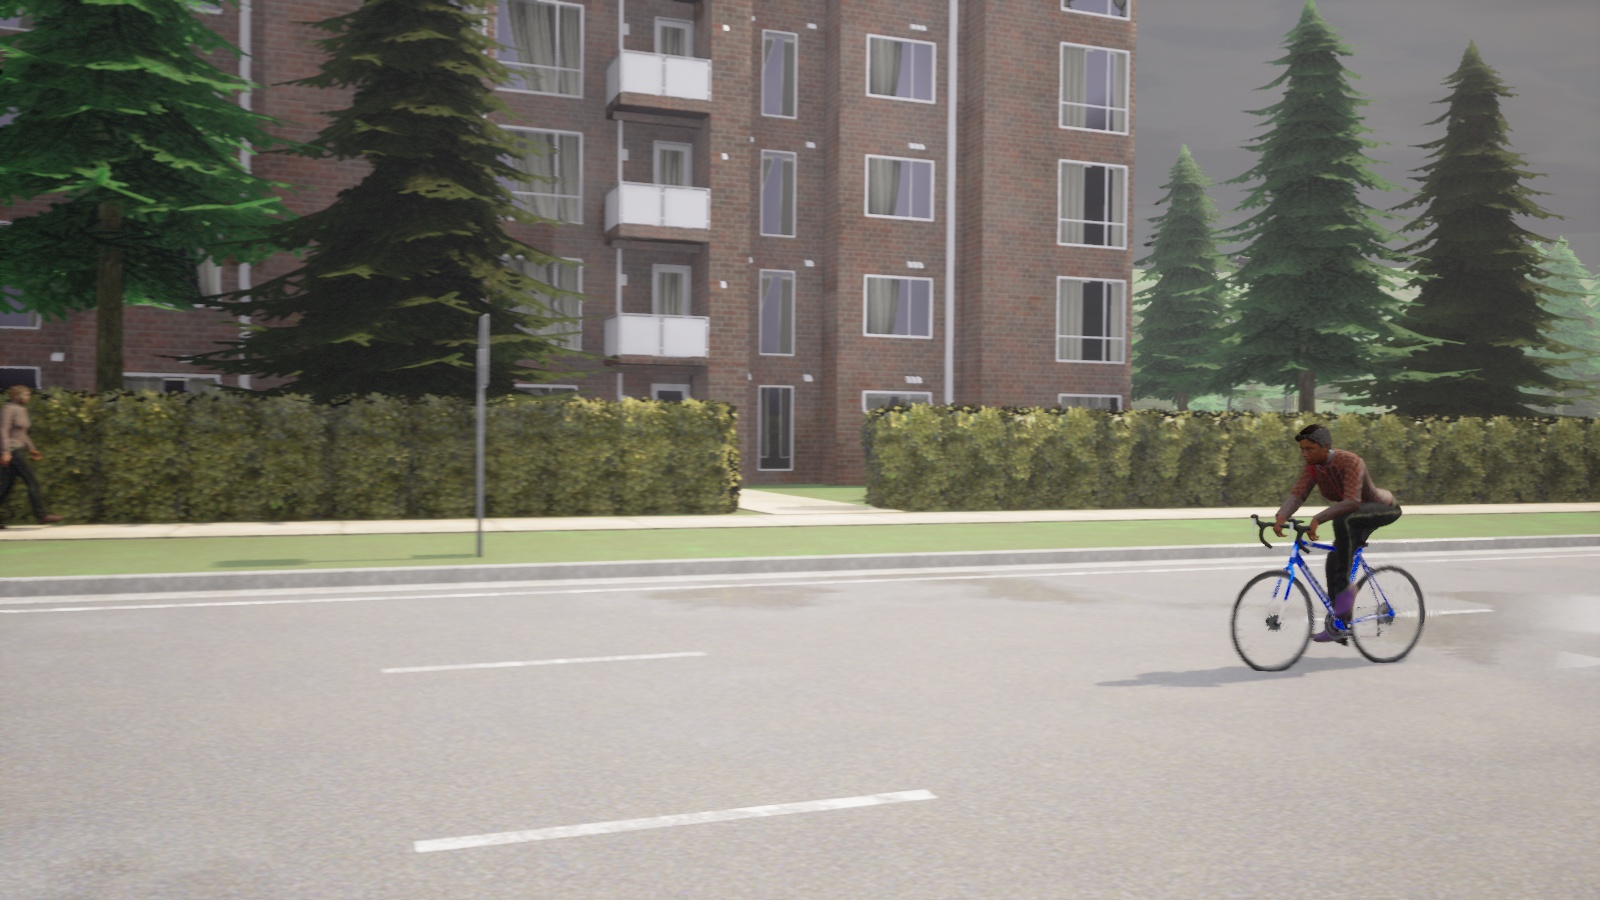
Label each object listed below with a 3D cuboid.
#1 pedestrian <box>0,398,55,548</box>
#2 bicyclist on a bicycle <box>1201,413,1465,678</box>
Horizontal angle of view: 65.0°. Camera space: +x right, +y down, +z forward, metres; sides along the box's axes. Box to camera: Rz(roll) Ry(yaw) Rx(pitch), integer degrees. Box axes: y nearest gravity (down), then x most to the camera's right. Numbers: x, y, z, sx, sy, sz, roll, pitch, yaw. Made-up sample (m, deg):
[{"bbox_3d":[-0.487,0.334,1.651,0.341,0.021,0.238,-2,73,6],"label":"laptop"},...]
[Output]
[{"bbox_3d":[-9.708,0.277,15.662,0.634,1.846,0.331,-1,1,-21],"label":"pedestrian"},{"bbox_3d":[3.540,0.577,8.326,1.656,1.620,0.582,-1,1,-21],"label":"bicyclist on a bicycle"}]
